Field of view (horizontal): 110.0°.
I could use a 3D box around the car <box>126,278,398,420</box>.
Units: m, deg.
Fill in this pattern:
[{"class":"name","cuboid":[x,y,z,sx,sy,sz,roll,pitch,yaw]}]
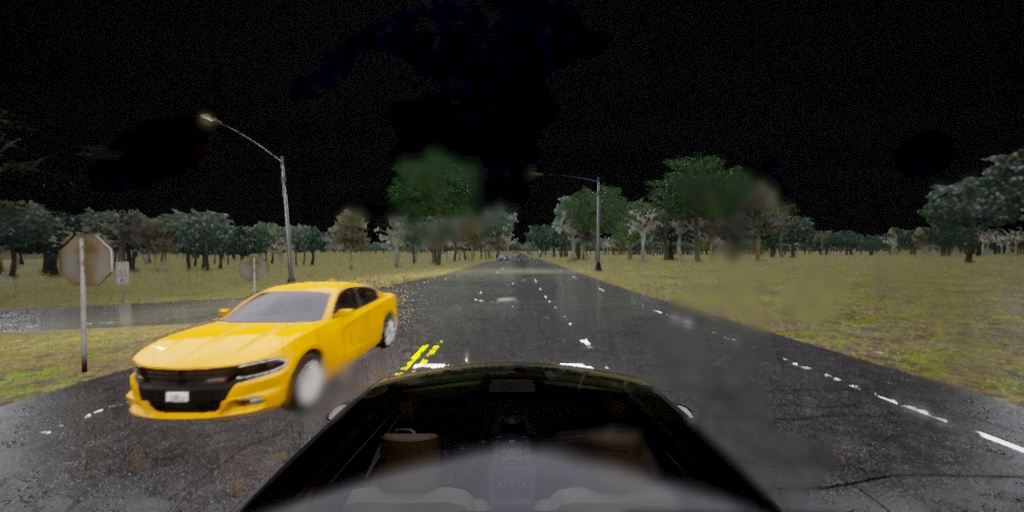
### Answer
[{"class":"car","cuboid":[-3.551,1.206,6.281,1.882,1.535,5.008,0,0,0]}]
